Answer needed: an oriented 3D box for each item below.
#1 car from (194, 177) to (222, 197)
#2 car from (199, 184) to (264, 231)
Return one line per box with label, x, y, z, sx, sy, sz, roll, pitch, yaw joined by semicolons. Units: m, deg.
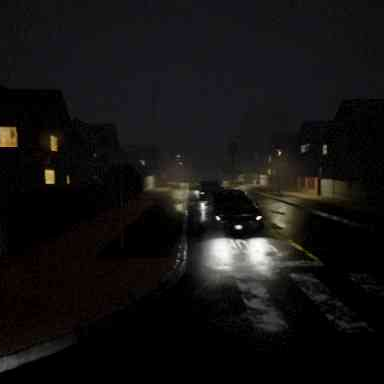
car;1.395;-0.197;26.383;2.033;1.411;5.357;0;4;-1
car;1.525;0.609;13.698;2.033;1.411;5.357;0;4;-1
